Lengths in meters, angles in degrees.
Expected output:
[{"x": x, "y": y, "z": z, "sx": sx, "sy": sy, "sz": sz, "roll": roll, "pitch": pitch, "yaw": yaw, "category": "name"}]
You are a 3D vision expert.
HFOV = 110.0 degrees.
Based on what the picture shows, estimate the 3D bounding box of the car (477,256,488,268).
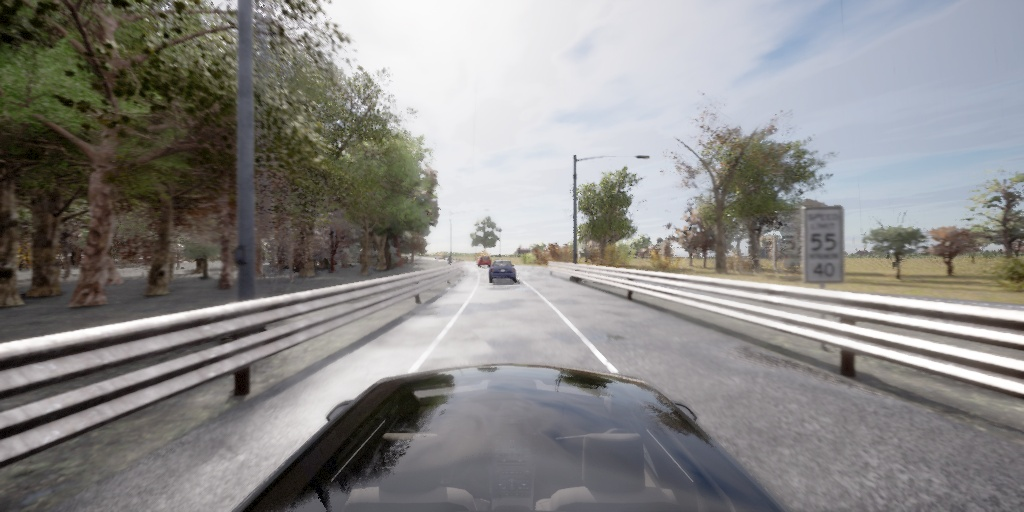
[{"x": -5.040, "y": 1.003, "z": 64.323, "sx": 2.150, "sy": 2.045, "sz": 5.566, "roll": 0, "pitch": 0, "yaw": -10, "category": "car"}]

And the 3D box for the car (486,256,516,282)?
[{"x": -0.859, "y": 1.116, "z": 29.279, "sx": 2.097, "sy": 1.767, "sz": 4.553, "roll": 0, "pitch": 0, "yaw": -4, "category": "car"}]
